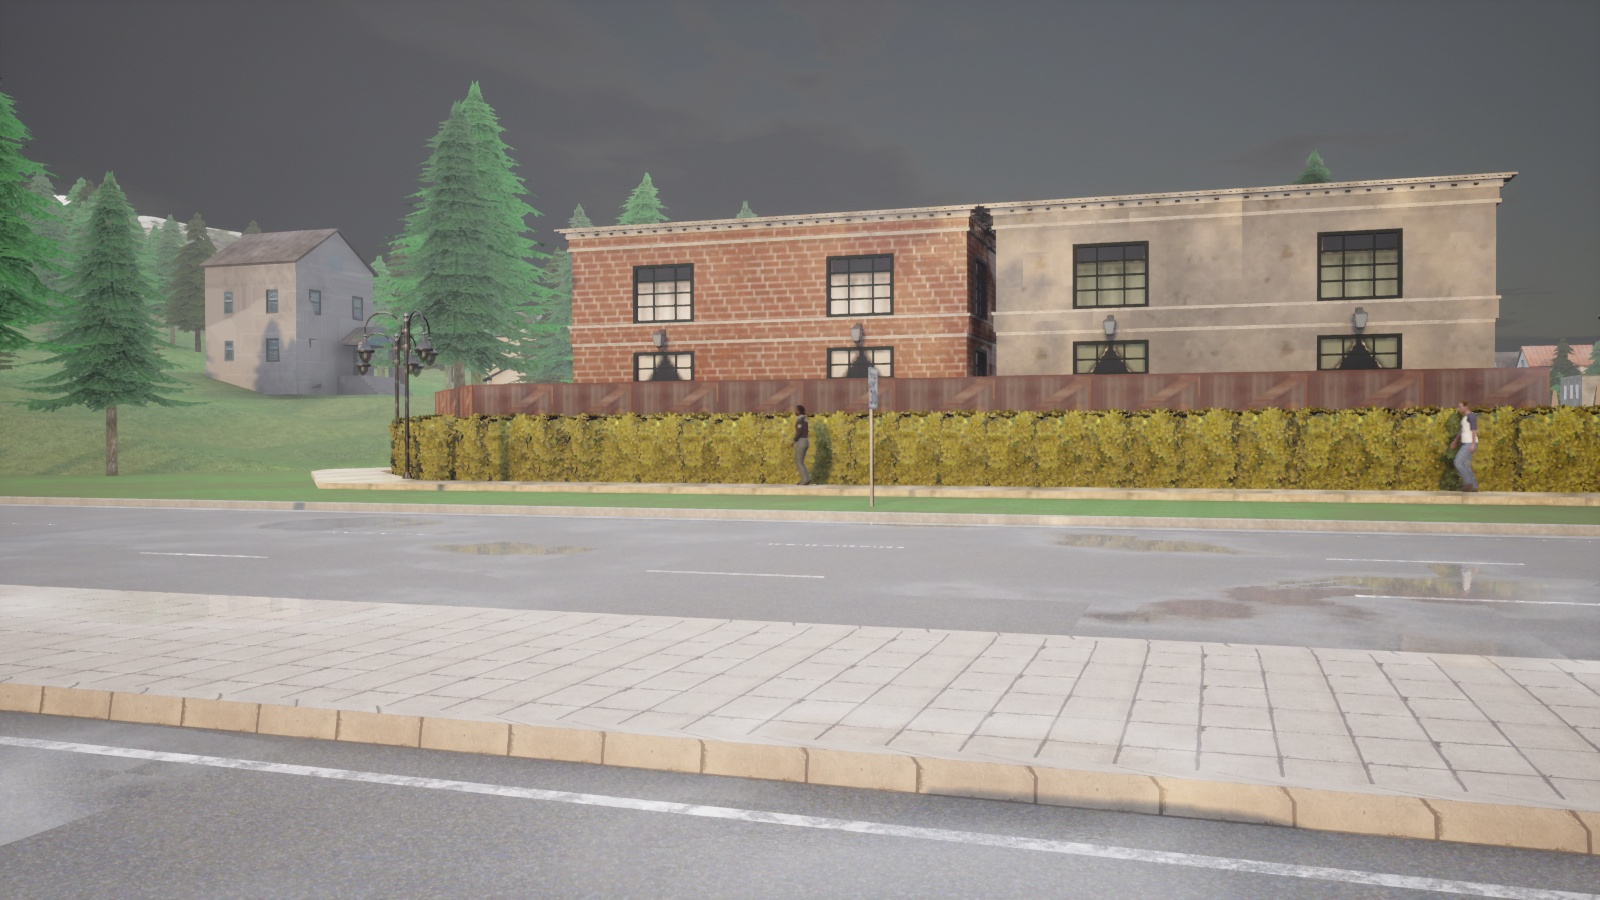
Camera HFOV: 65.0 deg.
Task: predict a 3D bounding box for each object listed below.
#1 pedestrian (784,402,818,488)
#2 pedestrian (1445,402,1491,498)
[{"bbox_3d":[0.031,-0.119,28.361,0.666,1.930,0.402,1,1,19],"label":"pedestrian"},{"bbox_3d":[12.943,-0.011,24.353,0.706,1.836,0.354,0,1,16],"label":"pedestrian"}]
